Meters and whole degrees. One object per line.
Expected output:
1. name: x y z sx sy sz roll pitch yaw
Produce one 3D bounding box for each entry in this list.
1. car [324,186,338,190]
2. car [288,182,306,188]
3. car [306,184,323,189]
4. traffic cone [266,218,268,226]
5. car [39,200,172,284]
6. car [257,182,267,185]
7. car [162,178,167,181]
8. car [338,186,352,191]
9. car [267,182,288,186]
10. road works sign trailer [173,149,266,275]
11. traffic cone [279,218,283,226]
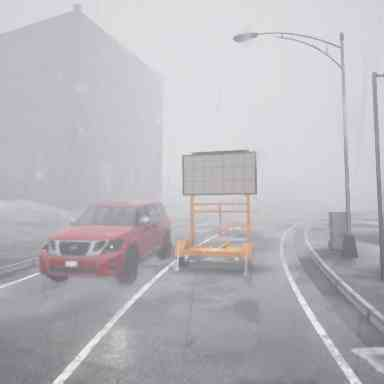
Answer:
1. car: 32.784 -0.834 81.674 4.674 1.452 2.002 3 -5 -30
2. car: 22.956 -1.442 76.236 4.553 1.767 2.185 2 -5 -27
3. car: 27.987 -1.066 78.952 4.792 1.488 2.163 2 -5 -28
4. traffic cone: 5.147 2.081 23.020 0.340 0.580 0.340 -2 -1 17
5. car: -2.195 1.286 10.185 2.150 2.045 5.566 -1 -1 11
6. car: 13.055 -1.678 71.281 4.674 1.452 2.002 2 -5 -25
7. car: -7.065 -2.465 62.396 4.553 1.767 2.185 2 -5 -24
8. car: 37.436 -0.646 84.451 4.892 1.521 2.231 3 -5 -31
9. car: 18.043 -1.521 73.708 5.008 1.535 2.097 2 -5 -26
10. road works sign trailer: 0.920 0.493 10.681 2.380 3.560 2.880 -1 0 18
11. traffic cone: 6.102 2.049 22.734 0.340 0.580 0.340 -2 -1 17
